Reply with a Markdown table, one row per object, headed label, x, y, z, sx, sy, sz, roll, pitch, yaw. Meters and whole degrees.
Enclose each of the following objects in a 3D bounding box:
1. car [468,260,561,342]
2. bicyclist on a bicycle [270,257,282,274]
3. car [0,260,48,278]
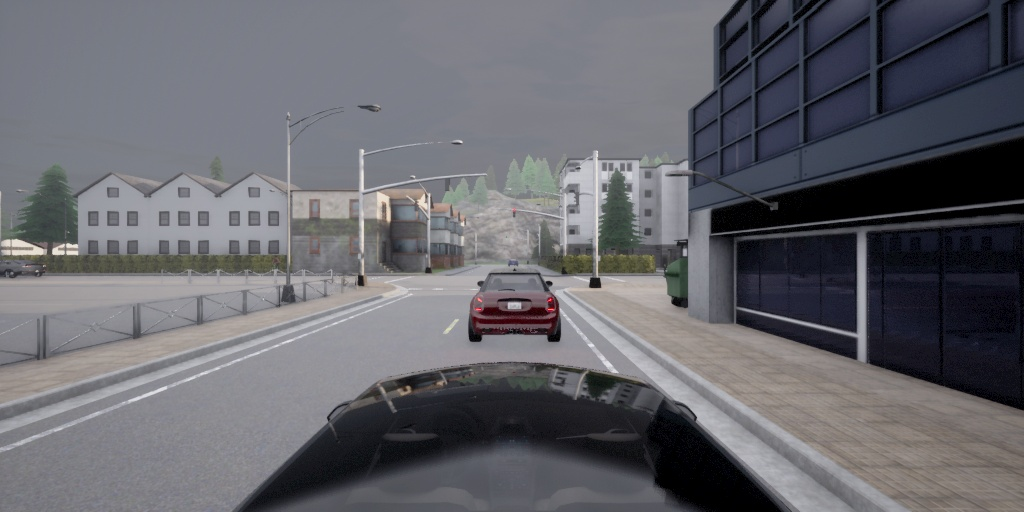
| label | x | y | z | sx | sy | sz | roll | pitch | yaw |
| --- | --- | --- | --- | --- | --- | --- | --- | --- | --- |
| car | 0.081 | 1.102 | 9.928 | 2.097 | 1.767 | 4.553 | 0 | 0 | 1 |
| bicyclist on a bicycle | -22.226 | 0.874 | 33.761 | 0.582 | 1.620 | 1.656 | 0 | 0 | 0 |
| car | -42.115 | 1.065 | 30.001 | 4.902 | 1.511 | 2.128 | 0 | 0 | 0 |
